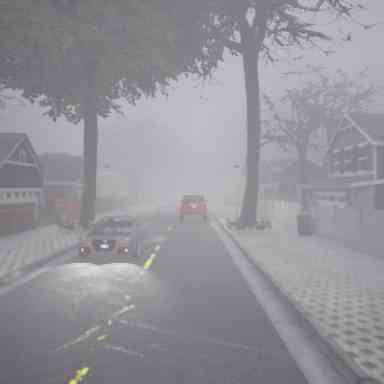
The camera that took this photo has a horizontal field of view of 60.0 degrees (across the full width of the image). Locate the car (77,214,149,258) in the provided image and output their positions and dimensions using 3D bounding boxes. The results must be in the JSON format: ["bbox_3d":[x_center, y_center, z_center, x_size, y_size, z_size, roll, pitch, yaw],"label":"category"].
[{"bbox_3d":[-2.814,1.557,12.688,1.994,1.385,4.181,0,0,0],"label":"car"}]

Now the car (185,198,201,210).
[{"bbox_3d":[0.098,1.530,44.121,1.994,1.385,4.181,0,0,0],"label":"car"}]

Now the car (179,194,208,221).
[{"bbox_3d":[0.109,1.202,27.184,2.150,2.045,5.566,0,0,0],"label":"car"}]
